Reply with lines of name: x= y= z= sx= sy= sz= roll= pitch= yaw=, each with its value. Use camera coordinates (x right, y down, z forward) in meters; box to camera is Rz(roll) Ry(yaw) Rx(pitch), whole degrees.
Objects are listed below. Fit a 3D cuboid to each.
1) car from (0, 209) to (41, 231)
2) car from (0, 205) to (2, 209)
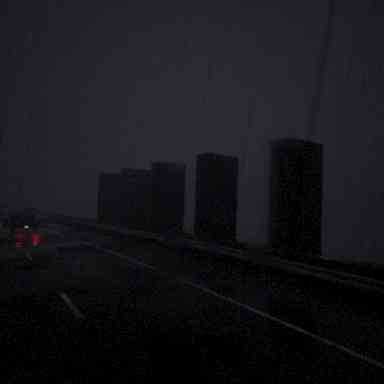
car: x=-13.268 y=2.254 z=25.747 sx=1.895 sy=1.301 sz=4.718 roll=4 pitch=-3 yaw=-38
car: x=-23.047 y=2.024 z=37.399 sx=2.150 sy=2.045 sz=5.566 roll=4 pitch=-4 yaw=-42
